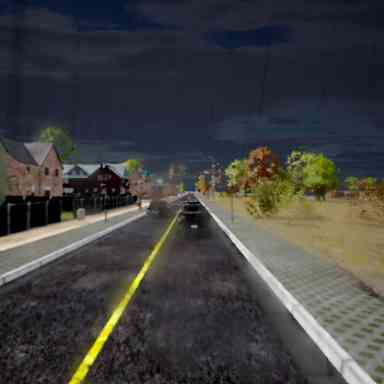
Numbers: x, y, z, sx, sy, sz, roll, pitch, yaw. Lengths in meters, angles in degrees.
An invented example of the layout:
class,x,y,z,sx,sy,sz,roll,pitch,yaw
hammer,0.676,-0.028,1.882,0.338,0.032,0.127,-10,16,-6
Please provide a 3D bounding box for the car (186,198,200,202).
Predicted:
class,x,y,z,sx,sy,sz,roll,pitch,yaw
car,0.117,1.455,36.824,2.128,1.511,4.902,0,0,0

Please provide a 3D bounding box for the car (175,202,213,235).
class,x,y,z,sx,sy,sz,roll,pitch,yaw
car,0.110,1.482,18.628,1.837,1.490,4.892,0,-1,0

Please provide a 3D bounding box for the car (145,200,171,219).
class,x,y,z,sx,sy,sz,roll,pitch,yaw
car,-2.833,1.477,28.668,1.837,1.490,4.892,0,0,0
